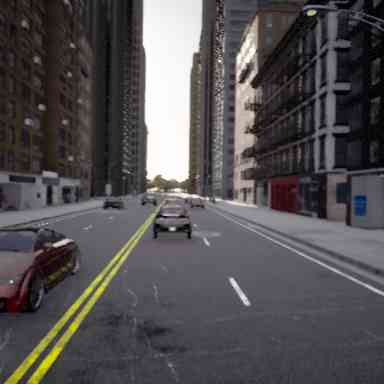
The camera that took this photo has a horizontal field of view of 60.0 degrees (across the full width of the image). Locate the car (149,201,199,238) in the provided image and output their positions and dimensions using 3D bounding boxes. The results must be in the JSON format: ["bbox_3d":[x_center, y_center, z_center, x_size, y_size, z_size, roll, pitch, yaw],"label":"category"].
[{"bbox_3d":[-1.012,1.444,17.340,2.128,1.511,4.902,1,0,-3],"label":"car"}]

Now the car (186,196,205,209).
[{"bbox_3d":[0.648,1.475,44.706,2.033,1.411,5.357,1,0,-3],"label":"car"}]

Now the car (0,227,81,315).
[{"bbox_3d":[-3.883,1.487,7.281,1.994,1.385,4.181,1,0,-3],"label":"car"}]

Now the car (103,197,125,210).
[{"bbox_3d":[-8.962,1.326,38.538,2.033,1.411,5.357,1,0,-3],"label":"car"}]

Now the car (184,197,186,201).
[{"bbox_3d":[-0.384,1.434,61.261,1.994,1.385,4.181,1,0,-3],"label":"car"}]

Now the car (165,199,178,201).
[{"bbox_3d":[-2.225,1.456,38.196,1.994,1.385,4.181,1,0,-3],"label":"car"}]

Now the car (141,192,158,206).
[{"bbox_3d":[-6.292,1.018,49.491,2.150,2.045,5.566,1,0,-3],"label":"car"}]
